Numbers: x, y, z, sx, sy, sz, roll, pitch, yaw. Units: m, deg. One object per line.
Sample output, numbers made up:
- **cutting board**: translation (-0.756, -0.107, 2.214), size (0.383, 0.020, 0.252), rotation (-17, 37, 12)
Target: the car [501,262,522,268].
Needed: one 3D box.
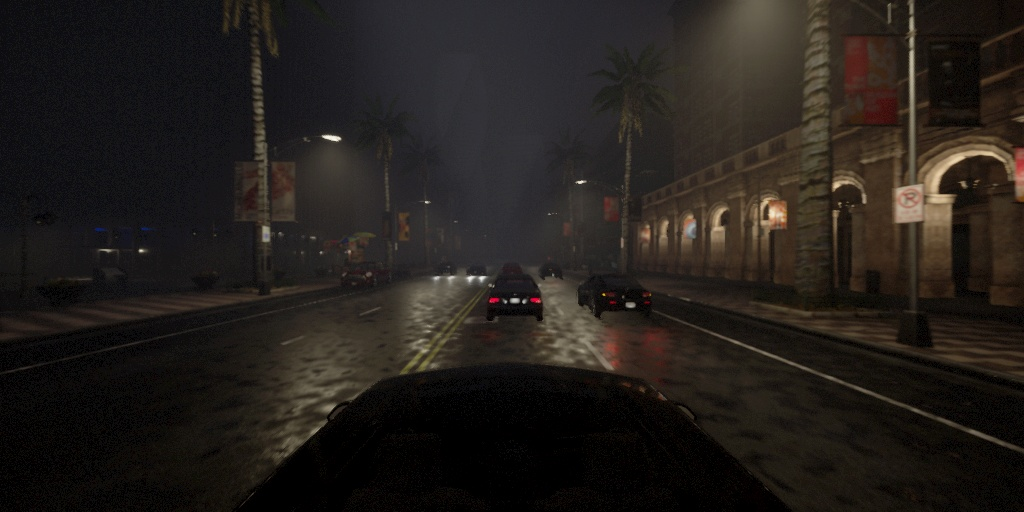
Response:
- **car**: translation (-0.027, 1.352, 34.463), size (1.882, 1.535, 5.008), rotation (0, 0, -1)

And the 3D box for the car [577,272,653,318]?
- **car**: translation (3.595, 1.319, 13.142), size (1.812, 1.442, 4.674), rotation (0, 0, 0)

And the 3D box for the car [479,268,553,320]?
- **car**: translation (0.099, 1.340, 12.857), size (2.033, 1.411, 5.357), rotation (0, 0, 0)

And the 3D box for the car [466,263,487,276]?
- **car**: translation (-3.762, 1.455, 38.823), size (1.994, 1.385, 4.181), rotation (0, 0, -1)

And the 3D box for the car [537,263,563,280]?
- **car**: translation (3.488, 1.374, 32.933), size (1.837, 1.490, 4.892), rotation (0, 0, 0)

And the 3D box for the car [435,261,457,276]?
- **car**: translation (-7.272, 1.400, 39.825), size (1.837, 1.490, 4.892), rotation (0, 0, -1)
